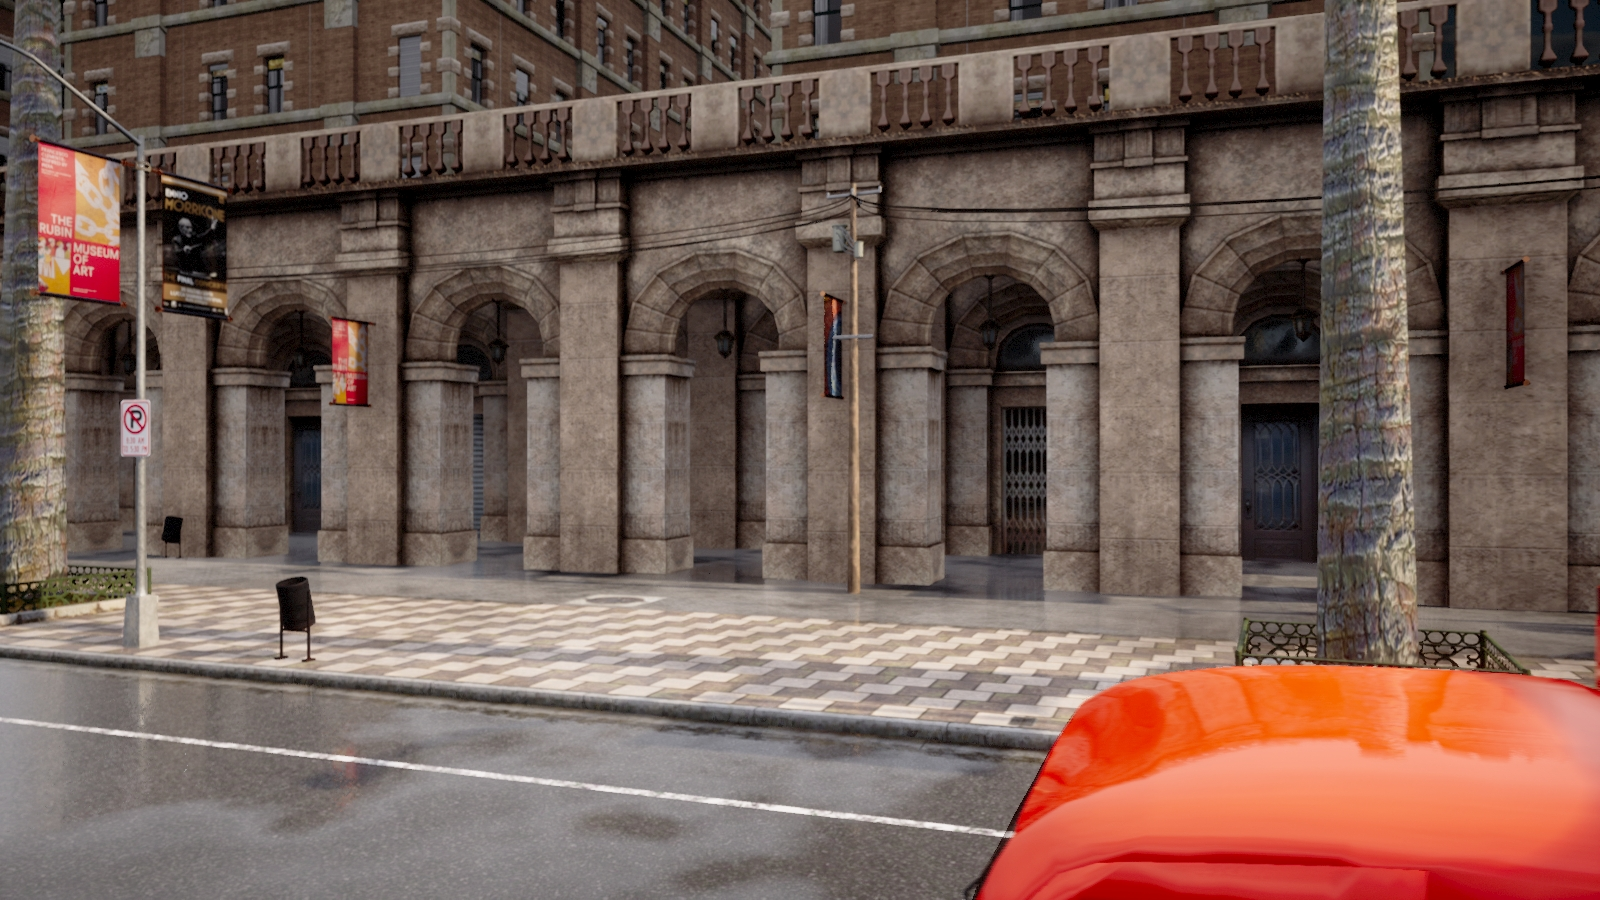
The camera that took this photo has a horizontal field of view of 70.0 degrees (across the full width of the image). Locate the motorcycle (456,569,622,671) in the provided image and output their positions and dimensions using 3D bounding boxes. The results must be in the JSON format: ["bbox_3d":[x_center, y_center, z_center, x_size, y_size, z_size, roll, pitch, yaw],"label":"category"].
[{"bbox_3d":[-3.454,2.219,15.116,2.033,1.145,0.803,0,0,20],"label":"motorcycle"}]

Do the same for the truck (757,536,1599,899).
[{"bbox_3d":[2.822,1.569,2.267,5.204,2.467,2.627,0,0,20],"label":"truck"}]
